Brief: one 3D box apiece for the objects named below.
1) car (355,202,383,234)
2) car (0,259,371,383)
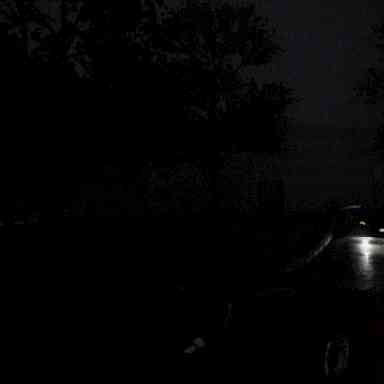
[{"bbox_3d":[9.191,1.191,16.489,2.033,1.411,5.357,-1,1,26],"label":"car"},{"bbox_3d":[0.018,1.559,3.567,4.718,1.301,1.895,-2,1,-40],"label":"car"}]
